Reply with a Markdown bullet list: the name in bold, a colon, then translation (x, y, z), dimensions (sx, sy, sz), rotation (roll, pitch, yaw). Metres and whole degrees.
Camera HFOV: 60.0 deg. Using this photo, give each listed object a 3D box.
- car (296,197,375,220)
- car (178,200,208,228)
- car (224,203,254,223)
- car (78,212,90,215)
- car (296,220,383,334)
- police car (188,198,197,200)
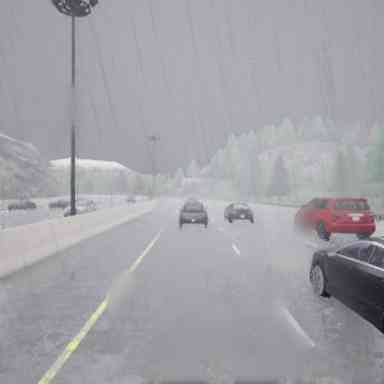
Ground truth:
- **car**: translation (7.105, 1.248, 17.062), dimensions (2.150, 2.045, 5.566), rotation (0, 0, 0)
- **car**: translation (0.092, 1.526, 22.602), dimensions (2.128, 1.511, 4.902), rotation (0, 0, 0)
- **car**: translation (3.589, 1.566, 25.849), dimensions (1.812, 1.442, 4.674), rotation (0, 0, 0)
- **car**: translation (-10.614, 1.574, 31.744), dimensions (1.812, 1.442, 4.674), rotation (0, 0, 0)
- **car**: translation (3.598, 1.500, 5.658), dimensions (2.128, 1.511, 4.902), rotation (0, 0, 0)
- **police car**: translation (0.047, 1.568, 41.579), dimensions (2.038, 1.542, 4.974), rotation (0, 0, -1)
